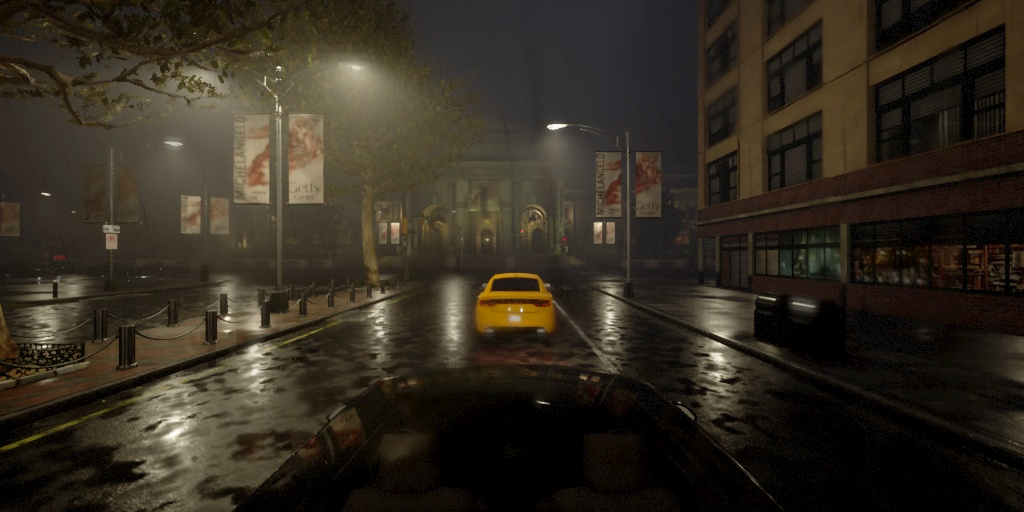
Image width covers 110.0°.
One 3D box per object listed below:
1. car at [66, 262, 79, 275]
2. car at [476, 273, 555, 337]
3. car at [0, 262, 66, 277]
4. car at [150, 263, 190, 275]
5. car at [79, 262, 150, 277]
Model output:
[{"bbox_3d":[-47.010,1.297,38.344,5.357,1.411,2.033,0,0,0],"label":"car"},{"bbox_3d":[0.119,1.228,10.350,1.882,1.535,5.008,0,0,1],"label":"car"},{"bbox_3d":[-47.082,1.276,34.831,4.674,1.442,1.812,0,0,0],"label":"car"},{"bbox_3d":[-37.404,1.351,38.290,4.718,1.301,1.895,0,0,0],"label":"car"},{"bbox_3d":[-38.513,1.314,34.793,4.181,1.385,1.994,0,0,0],"label":"car"}]
